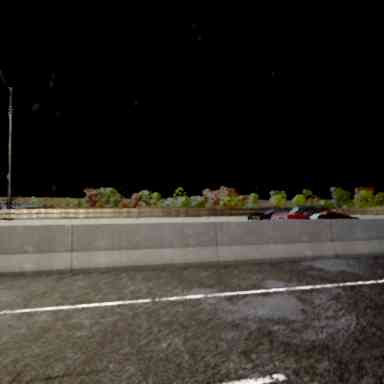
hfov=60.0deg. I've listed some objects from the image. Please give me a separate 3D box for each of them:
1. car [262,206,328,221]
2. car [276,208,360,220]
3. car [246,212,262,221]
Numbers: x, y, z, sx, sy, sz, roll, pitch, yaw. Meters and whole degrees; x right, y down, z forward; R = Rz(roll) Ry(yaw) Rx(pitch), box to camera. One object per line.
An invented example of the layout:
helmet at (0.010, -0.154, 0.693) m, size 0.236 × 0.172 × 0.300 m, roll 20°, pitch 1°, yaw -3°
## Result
car at (7.464, 1.710, 22.483) m, size 4.553 × 1.767 × 2.097 m, roll 0°, pitch -1°, yaw -16°
car at (7.458, 1.831, 18.838) m, size 4.674 × 1.442 × 1.812 m, roll 0°, pitch -1°, yaw -16°
car at (6.360, 1.966, 25.804) m, size 4.181 × 1.385 × 1.994 m, roll 0°, pitch -1°, yaw -16°
